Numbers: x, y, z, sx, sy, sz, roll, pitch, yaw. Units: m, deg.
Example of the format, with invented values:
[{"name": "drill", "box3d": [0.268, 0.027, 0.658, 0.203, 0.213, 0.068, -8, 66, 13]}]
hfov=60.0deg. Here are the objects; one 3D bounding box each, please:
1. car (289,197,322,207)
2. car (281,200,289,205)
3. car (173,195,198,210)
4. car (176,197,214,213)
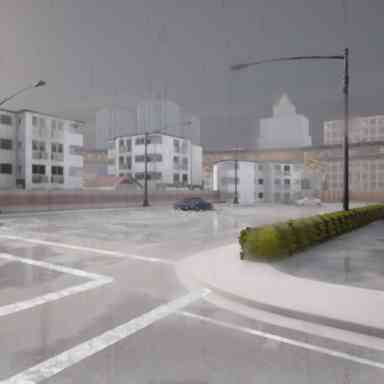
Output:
[{"name": "car", "box3d": [17.773, 1.513, 51.196, 4.674, 1.442, 1.812, 0, 0, -20]}, {"name": "car", "box3d": [17.376, 1.532, 54.785, 5.357, 1.411, 2.033, 0, 0, -19]}, {"name": "car", "box3d": [-0.325, 1.331, 41.668, 2.097, 1.767, 4.553, 0, 0, 40]}, {"name": "car", "box3d": [0.651, 1.546, 37.337, 1.994, 1.385, 4.181, 0, 0, 38]}]
